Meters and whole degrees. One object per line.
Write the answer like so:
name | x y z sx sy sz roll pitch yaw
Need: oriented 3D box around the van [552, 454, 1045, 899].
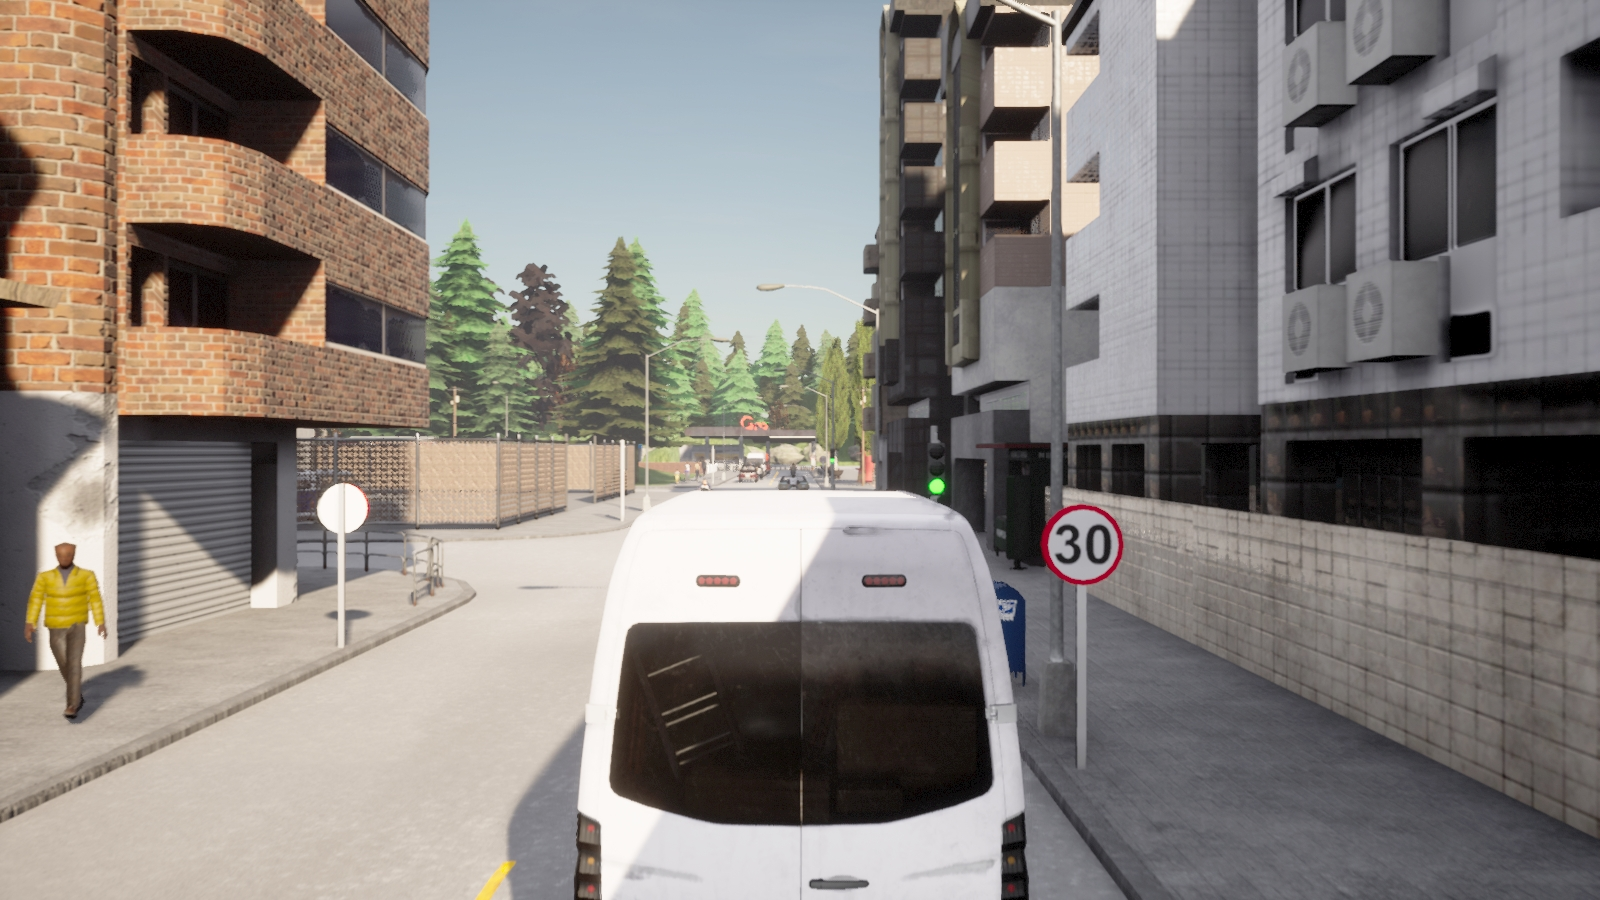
van | -0.020 1.322 7.576 1.988 2.561 5.915 0 0 0

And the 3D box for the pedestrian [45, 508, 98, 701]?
pedestrian | -7.277 1.525 11.419 0.375 1.860 0.375 0 0 -22

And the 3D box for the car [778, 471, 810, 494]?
car | -0.399 1.987 71.026 1.895 1.301 4.718 0 0 -1

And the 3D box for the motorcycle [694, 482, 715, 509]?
motorcycle | -4.301 2.031 51.419 0.803 1.145 2.033 0 0 0
